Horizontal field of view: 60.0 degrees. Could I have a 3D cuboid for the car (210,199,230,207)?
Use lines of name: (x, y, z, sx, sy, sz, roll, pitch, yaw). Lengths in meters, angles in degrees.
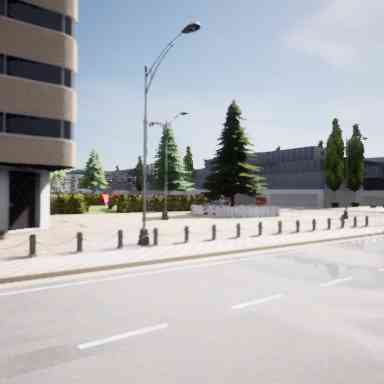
car: (5.169, 2.066, 62.909, 1.994, 1.385, 4.181, 1, 0, -35)
